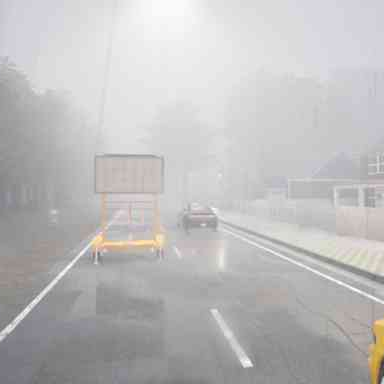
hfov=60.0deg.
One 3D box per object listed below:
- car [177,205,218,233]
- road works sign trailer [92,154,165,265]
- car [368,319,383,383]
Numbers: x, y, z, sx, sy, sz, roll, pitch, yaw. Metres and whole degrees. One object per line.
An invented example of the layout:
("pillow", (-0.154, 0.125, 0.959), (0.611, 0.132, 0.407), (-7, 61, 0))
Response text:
("car", (0.212, 1.492, 19.709), (2.128, 1.511, 4.902), (0, 0, -9))
("road works sign trailer", (-2.208, 0.466, 11.853), (2.380, 3.560, 2.880), (0, 0, -9))
("car", (3.030, 1.477, 1.503), (1.882, 1.535, 5.008), (0, 0, -9))
